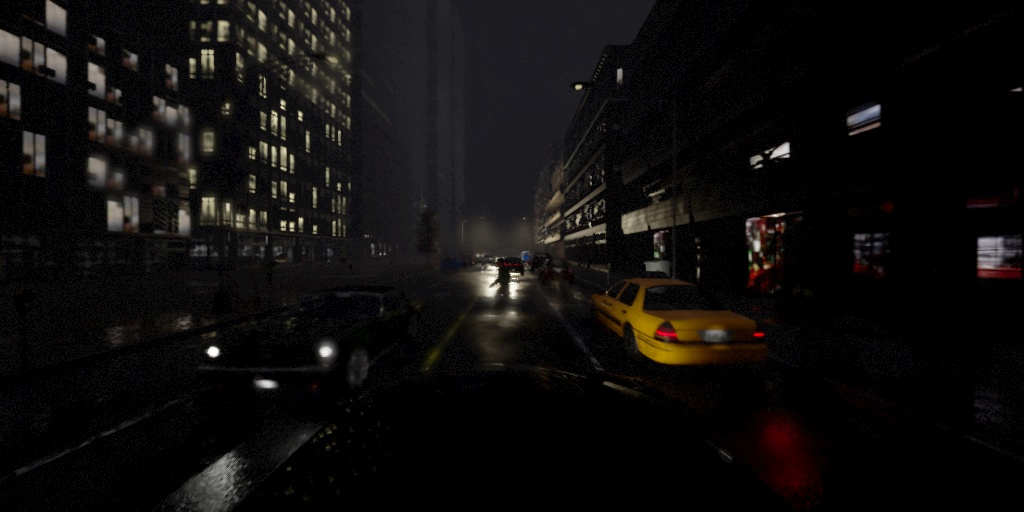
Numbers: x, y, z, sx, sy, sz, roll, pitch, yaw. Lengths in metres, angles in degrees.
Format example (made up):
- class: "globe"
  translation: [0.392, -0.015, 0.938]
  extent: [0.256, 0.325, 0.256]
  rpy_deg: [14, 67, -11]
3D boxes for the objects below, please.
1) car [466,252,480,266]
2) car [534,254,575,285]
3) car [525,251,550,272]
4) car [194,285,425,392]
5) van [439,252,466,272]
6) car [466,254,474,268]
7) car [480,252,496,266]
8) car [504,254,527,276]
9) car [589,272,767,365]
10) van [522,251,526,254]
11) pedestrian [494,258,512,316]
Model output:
- class: "car"
  translation: [-5.690, 0.370, 45.102]
  extent: [2.192, 1.841, 5.009]
  rpy_deg: [0, 0, 0]
- class: "car"
  translation: [2.691, 0.861, 22.541]
  extent: [1.967, 1.591, 4.097]
  rpy_deg: [0, 0, 0]
- class: "car"
  translation: [2.691, 0.555, 33.832]
  extent: [2.192, 1.841, 5.009]
  rpy_deg: [0, 0, 0]
- class: "car"
  translation: [-3.099, 1.272, 6.727]
  extent: [1.895, 1.301, 4.718]
  rpy_deg: [0, 1, 0]
- class: "van"
  translation: [-5.689, 0.581, 33.810]
  extent: [1.690, 1.789, 3.998]
  rpy_deg: [0, 0, 0]
- class: "car"
  translation: [-5.689, 0.693, 39.456]
  extent: [1.888, 1.381, 4.507]
  rpy_deg: [0, 0, 0]
- class: "car"
  translation: [-3.076, 0.533, 47.965]
  extent: [1.812, 1.442, 4.674]
  rpy_deg: [0, 1, 0]
- class: "car"
  translation: [0.065, 0.807, 29.869]
  extent: [1.837, 1.490, 4.892]
  rpy_deg: [0, 0, 0]
- class: "car"
  translation: [3.000, 1.110, 7.838]
  extent: [1.801, 1.575, 5.366]
  rpy_deg: [0, 1, 0]
- class: "van"
  translation: [2.691, 0.111, 62.062]
  extent: [1.690, 1.789, 3.998]
  rpy_deg: [0, 0, 0]
- class: "pedestrian"
  translation: [-0.271, 0.901, 10.835]
  extent: [0.375, 1.860, 0.375]
  rpy_deg: [1, 0, 0]
